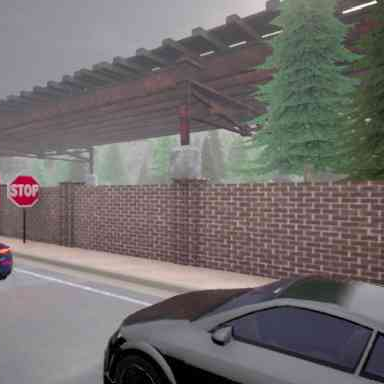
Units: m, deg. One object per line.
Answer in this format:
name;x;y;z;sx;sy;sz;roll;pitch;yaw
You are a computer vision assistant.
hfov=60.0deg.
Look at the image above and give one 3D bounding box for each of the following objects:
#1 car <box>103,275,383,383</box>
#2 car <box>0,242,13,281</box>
car;1.084;1.564;3.214;4.181;1.385;1.994;0;0;36
car;-6.396;1.531;8.551;4.674;1.442;1.812;0;0;36
